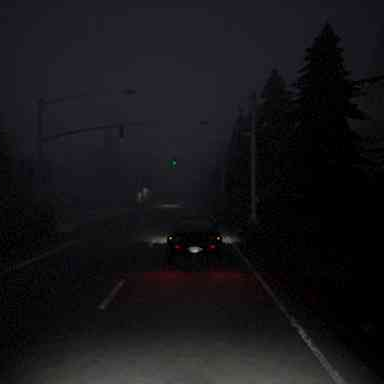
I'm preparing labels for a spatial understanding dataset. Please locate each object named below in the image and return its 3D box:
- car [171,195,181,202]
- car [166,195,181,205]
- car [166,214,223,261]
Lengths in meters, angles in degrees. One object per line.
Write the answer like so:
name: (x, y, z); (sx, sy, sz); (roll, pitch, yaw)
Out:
car: (-3.478, 1.440, 73.941); (2.128, 1.511, 4.902); (0, 0, 0)
car: (-3.529, 1.424, 58.481); (2.128, 1.511, 4.902); (0, 0, 1)
car: (0.082, 1.512, 12.020); (1.812, 1.442, 4.674); (0, 0, 0)
